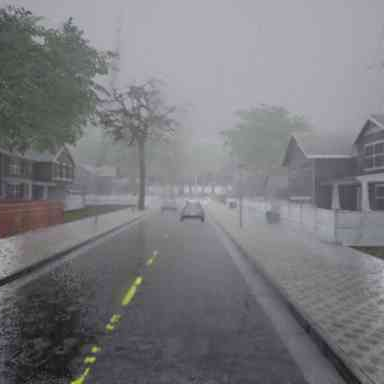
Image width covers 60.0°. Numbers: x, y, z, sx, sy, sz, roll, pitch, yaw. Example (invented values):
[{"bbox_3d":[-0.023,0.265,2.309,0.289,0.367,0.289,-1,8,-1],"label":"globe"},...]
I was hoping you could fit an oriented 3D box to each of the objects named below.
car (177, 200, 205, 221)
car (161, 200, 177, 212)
[{"bbox_3d":[0.068,1.656,28.303,1.994,1.385,4.181,0,0,1],"label":"car"},{"bbox_3d":[-2.726,1.674,40.622,2.033,1.411,5.357,0,0,0],"label":"car"}]
